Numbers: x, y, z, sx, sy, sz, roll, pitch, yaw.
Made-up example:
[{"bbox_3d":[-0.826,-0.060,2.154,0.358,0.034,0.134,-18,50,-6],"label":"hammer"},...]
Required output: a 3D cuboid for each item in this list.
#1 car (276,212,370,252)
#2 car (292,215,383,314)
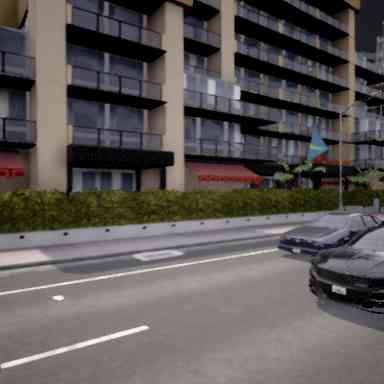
[{"bbox_3d":[5.503,1.472,12.125,5.357,1.411,2.033,0,0,-35],"label":"car"},{"bbox_3d":[4.602,1.426,7.220,5.008,1.535,1.882,0,0,-35],"label":"car"}]
